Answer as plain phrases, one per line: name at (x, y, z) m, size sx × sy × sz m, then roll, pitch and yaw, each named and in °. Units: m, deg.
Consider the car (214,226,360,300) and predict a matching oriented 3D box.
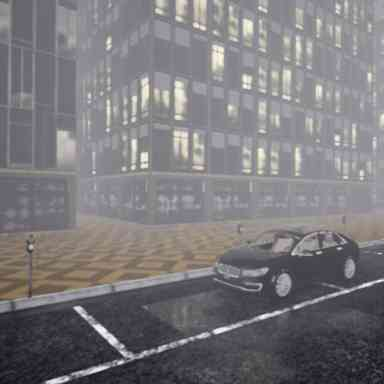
car at (2.529, 1.582, 8.376) m, size 4.403 × 1.369 × 2.008 m, roll 0°, pitch 0°, yaw -36°
